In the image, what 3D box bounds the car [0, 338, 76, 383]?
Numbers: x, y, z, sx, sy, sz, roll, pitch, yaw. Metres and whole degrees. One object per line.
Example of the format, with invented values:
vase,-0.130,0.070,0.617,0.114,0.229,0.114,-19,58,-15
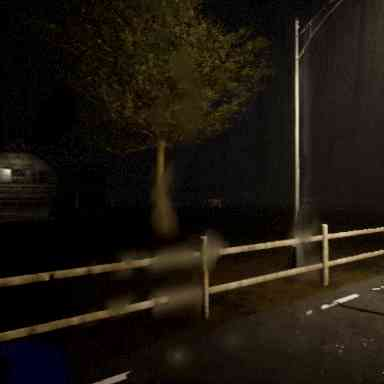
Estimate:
car,-2.715,1.532,1.130,4.674,1.442,1.812,-1,0,-35
